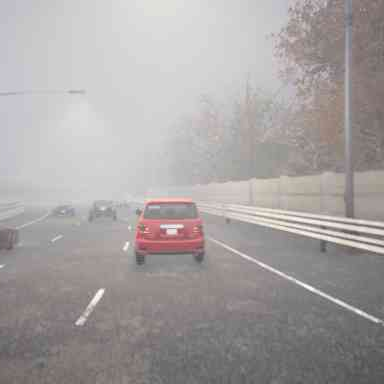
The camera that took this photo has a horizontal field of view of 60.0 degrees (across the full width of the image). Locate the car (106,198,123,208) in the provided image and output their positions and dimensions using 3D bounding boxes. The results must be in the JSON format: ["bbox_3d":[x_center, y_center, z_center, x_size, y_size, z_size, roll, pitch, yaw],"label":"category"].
[{"bbox_3d":[-11.773,1.646,50.130,1.895,1.301,4.718,0,0,-21],"label":"car"}]

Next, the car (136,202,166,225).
[{"bbox_3d":[-3.252,1.539,25.579,1.812,1.442,4.674,0,0,-13],"label":"car"}]

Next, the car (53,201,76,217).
[{"bbox_3d":[-12.410,1.572,32.406,1.812,1.442,4.674,0,0,-18],"label":"car"}]

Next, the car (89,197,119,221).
[{"bbox_3d":[-7.463,1.380,27.948,2.097,1.767,4.553,0,0,-15],"label":"car"}]

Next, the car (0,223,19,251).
[{"bbox_3d":[-7.812,1.592,11.739,1.994,1.385,4.181,0,0,-7],"label":"car"}]

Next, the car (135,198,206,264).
[{"bbox_3d":[-0.881,1.226,12.135,2.150,2.045,5.566,0,0,-7],"label":"car"}]

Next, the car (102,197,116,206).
[{"bbox_3d":[-14.135,1.559,56.469,1.837,1.490,4.892,0,0,-18],"label":"car"}]

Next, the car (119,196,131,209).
[{"bbox_3d":[-9.562,1.638,44.511,1.895,1.301,4.718,0,0,-21],"label":"car"}]
